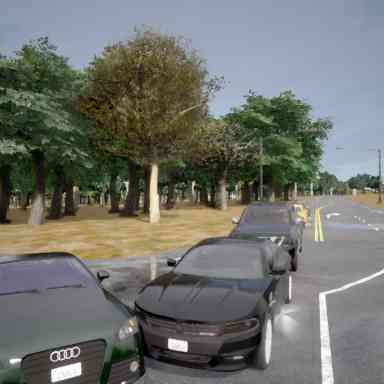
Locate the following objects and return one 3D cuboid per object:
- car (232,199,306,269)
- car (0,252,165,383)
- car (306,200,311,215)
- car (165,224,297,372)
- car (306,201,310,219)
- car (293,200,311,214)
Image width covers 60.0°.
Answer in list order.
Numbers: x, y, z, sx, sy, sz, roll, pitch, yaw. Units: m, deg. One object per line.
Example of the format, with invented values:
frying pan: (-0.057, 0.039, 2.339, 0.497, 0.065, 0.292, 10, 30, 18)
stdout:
car: (2.867, 1.459, 12.379, 2.150, 2.045, 5.566, -2, 0, 21)
car: (-2.303, 1.643, 4.944, 1.994, 1.385, 4.181, 1, -2, -33)
car: (9.311, 1.723, 29.538, 1.812, 1.442, 4.674, -1, 0, 21)
car: (0.743, 1.613, 6.240, 1.882, 1.535, 5.008, -1, -2, 21)
car: (7.249, 1.663, 24.035, 1.882, 1.535, 5.008, -1, 0, 21)
car: (13.340, 1.746, 40.121, 1.812, 1.442, 4.674, -1, 0, 21)
